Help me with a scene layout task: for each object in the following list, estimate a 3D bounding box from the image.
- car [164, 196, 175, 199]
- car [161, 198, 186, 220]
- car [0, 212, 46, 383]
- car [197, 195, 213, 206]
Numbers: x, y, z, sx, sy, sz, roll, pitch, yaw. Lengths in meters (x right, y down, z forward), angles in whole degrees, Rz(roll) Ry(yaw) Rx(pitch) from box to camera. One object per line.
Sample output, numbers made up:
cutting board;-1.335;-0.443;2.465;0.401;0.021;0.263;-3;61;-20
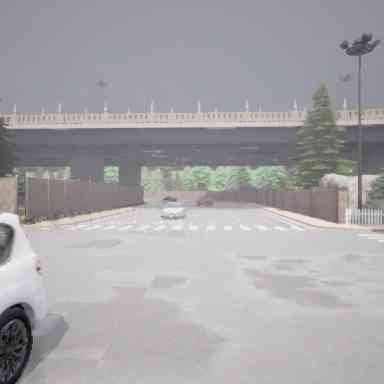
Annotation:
car;-4.984;1.568;76.942;1.994;1.385;4.181;0;0;-32
car;-1.510;1.587;28.597;1.812;1.442;4.674;0;1;3
car;-3.191;1.255;2.310;2.150;2.045;5.566;0;0;4
car;2.051;1.333;53.294;2.097;1.767;4.553;0;-1;-7
